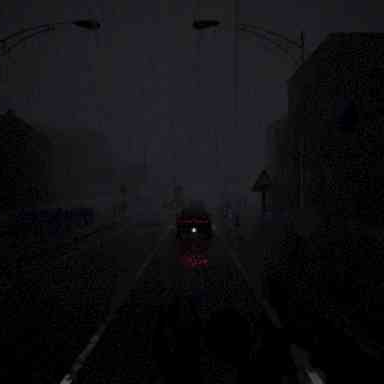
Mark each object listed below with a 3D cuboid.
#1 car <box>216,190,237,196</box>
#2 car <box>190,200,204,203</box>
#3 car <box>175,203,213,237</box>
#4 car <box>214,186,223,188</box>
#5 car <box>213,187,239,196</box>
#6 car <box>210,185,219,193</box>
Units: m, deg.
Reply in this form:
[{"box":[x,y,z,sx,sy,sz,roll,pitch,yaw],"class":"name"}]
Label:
[{"box":[8.171,0.236,78.466,4.674,1.452,2.002,0,2,-1],"class":"car"},{"box":[0.493,1.569,34.436,2.033,1.411,5.357,0,1,4],"class":"car"},{"box":[0.099,1.608,18.704,1.837,1.490,4.892,0,0,0],"class":"car"},{"box":[8.104,-0.042,81.211,4.553,1.767,2.185,0,2,-1],"class":"car"},{"box":[8.014,0.310,75.707,5.366,1.575,1.946,0,2,-1],"class":"car"},{"box":[8.133,-0.277,83.960,5.566,2.045,2.435,0,2,-1],"class":"car"}]
